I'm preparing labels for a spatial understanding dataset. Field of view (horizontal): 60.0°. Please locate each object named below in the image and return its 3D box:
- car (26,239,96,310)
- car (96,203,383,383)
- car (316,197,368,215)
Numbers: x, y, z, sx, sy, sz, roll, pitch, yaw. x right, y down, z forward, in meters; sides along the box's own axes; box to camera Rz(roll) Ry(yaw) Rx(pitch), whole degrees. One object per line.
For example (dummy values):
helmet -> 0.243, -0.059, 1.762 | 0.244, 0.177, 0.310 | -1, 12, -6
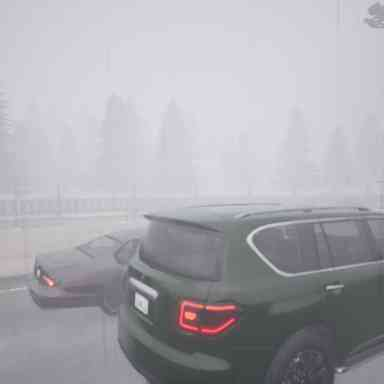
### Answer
car -> -0.656, 1.498, 7.385 | 5.357, 1.411, 2.033 | 0, 0, -33
car -> 1.757, 1.184, 4.753 | 5.566, 2.045, 2.150 | 0, 0, -33
car -> 14.271, 1.257, 31.563 | 4.892, 1.490, 1.837 | -1, 1, -27
